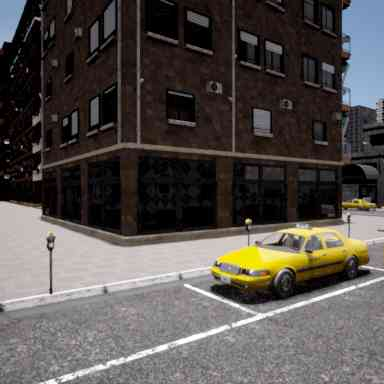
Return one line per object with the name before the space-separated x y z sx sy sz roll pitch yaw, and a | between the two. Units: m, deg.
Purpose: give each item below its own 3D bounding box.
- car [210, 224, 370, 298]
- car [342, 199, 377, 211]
car | 2.671 1.525 8.478 4.829 1.417 1.752 0 0 -36
car | 19.322 1.469 39.712 1.752 1.417 4.829 0 0 -35
